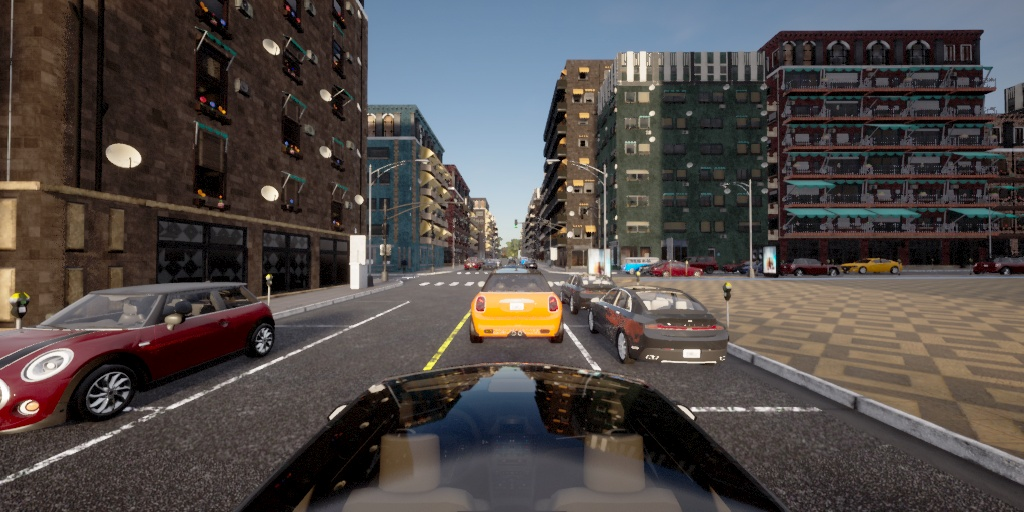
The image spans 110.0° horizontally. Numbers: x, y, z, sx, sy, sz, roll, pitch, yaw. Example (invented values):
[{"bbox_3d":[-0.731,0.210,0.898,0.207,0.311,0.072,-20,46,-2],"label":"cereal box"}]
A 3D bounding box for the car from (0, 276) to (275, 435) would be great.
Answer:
[{"bbox_3d":[-5.816,1.191,5.598,1.967,1.591,4.097,0,0,0],"label":"car"}]

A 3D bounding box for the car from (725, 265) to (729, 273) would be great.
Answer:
[{"bbox_3d":[24.851,1.165,38.310,4.507,1.381,1.888,0,0,0],"label":"car"}]

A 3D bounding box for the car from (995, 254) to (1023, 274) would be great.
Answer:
[{"bbox_3d":[47.276,0.719,32.358,4.553,1.767,2.097,0,-1,0],"label":"car"}]

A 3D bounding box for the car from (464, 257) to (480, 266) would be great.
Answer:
[{"bbox_3d":[-5.655,1.083,51.636,2.192,1.841,5.009,0,0,0],"label":"car"}]

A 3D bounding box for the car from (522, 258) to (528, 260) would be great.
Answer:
[{"bbox_3d":[2.726,1.334,51.591,1.948,1.339,4.313,0,0,0],"label":"car"}]

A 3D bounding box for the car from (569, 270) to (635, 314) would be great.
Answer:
[{"bbox_3d":[2.829,1.304,13.398,2.007,1.370,4.403,0,0,0],"label":"car"}]

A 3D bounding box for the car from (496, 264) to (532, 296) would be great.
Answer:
[{"bbox_3d":[0.039,1.263,20.538,1.837,1.490,4.892,0,0,-1],"label":"car"}]

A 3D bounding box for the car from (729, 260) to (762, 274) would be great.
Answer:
[{"bbox_3d":[25.175,1.126,35.728,5.357,1.411,2.033,0,-1,0],"label":"car"}]

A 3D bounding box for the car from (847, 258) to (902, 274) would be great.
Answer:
[{"bbox_3d":[35.624,0.977,35.636,5.008,1.535,1.882,0,-1,1],"label":"car"}]

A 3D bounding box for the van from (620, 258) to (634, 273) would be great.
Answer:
[{"bbox_3d":[13.796,1.045,38.397,3.998,1.789,1.690,0,0,0],"label":"van"}]

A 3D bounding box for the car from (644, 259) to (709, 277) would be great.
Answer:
[{"bbox_3d":[13.728,1.162,30.017,4.207,1.307,1.802,0,0,0],"label":"car"}]

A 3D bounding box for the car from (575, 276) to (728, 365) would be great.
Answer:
[{"bbox_3d":[2.825,1.302,7.828,2.007,1.370,4.403,0,0,0],"label":"car"}]

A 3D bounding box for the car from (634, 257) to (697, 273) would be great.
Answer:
[{"bbox_3d":[15.225,1.147,35.807,4.902,1.511,2.128,0,-1,1],"label":"car"}]

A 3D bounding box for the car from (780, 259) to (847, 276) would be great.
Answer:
[{"bbox_3d":[24.783,0.935,29.930,4.097,1.591,1.967,0,0,0],"label":"car"}]

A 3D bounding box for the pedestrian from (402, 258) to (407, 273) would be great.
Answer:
[{"bbox_3d":[-12.501,1.097,41.566,0.375,1.860,0.375,0,0,0],"label":"pedestrian"}]

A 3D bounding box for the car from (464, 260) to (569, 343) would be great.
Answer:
[{"bbox_3d":[0.103,1.105,9.812,2.097,1.767,4.553,0,0,0],"label":"car"}]

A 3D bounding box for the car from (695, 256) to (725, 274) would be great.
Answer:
[{"bbox_3d":[19.323,0.977,38.354,5.009,1.841,2.192,0,0,0],"label":"car"}]

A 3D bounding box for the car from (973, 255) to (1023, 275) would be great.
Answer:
[{"bbox_3d":[41.364,0.811,29.799,4.097,1.591,1.967,0,0,0],"label":"car"}]
